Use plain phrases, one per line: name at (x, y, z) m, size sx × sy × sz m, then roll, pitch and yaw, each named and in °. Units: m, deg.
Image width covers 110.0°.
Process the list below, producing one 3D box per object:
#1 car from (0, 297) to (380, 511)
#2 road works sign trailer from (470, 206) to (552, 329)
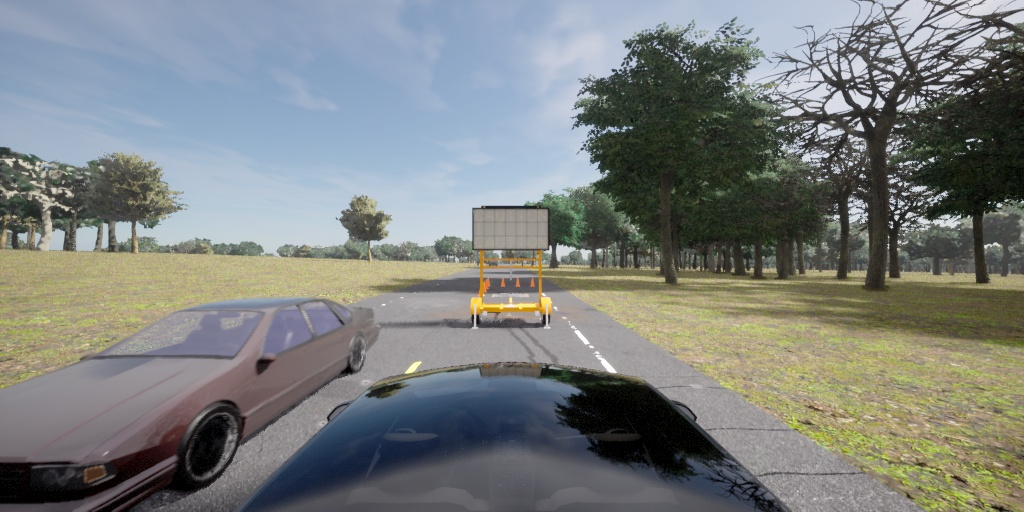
car at (-3.514, 1.299, 4.797) m, size 2.033 × 1.411 × 5.357 m, roll 0°, pitch 0°, yaw 0°
road works sign trailer at (-0.036, 0.226, 11.298) m, size 2.380 × 3.560 × 2.880 m, roll 0°, pitch 0°, yaw 0°
